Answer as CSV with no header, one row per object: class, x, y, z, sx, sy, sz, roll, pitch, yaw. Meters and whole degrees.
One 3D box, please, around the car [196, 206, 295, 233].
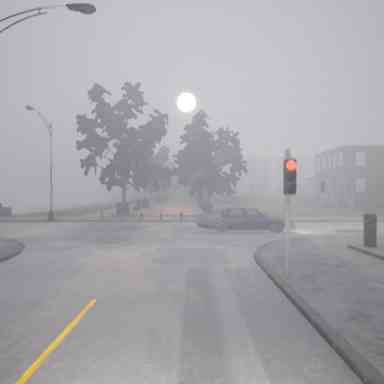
car,2.906,1.528,18.716,5.357,1.411,2.033,0,0,0
